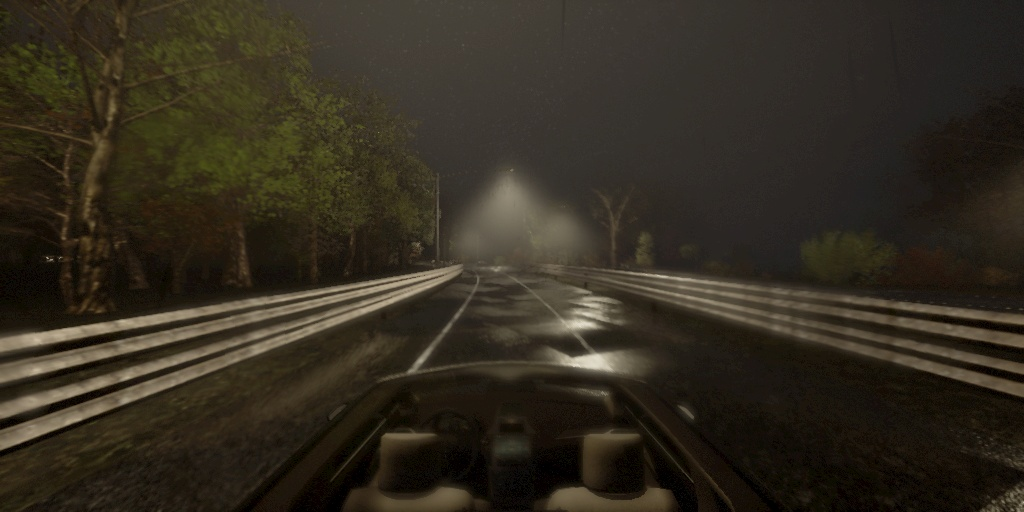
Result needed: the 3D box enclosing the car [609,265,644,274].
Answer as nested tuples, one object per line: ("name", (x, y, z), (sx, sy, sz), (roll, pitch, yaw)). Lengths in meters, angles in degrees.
("car", (13.713, 1.782, 43.365), (1.837, 1.490, 4.892), (0, 0, -23))
